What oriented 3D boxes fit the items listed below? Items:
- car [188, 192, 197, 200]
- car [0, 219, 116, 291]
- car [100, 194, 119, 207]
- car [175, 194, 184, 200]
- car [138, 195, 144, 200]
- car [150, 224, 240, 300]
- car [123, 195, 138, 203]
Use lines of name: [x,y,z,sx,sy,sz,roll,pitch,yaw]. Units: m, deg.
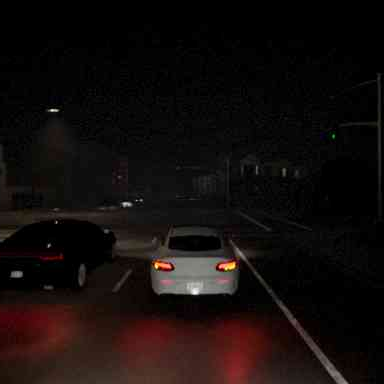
car: [0.022,1.123,89.350,2.150,2.045,5.566,0,-1,0]
car: [-3.427,1.468,9.010,1.882,1.535,5.008,0,0,0]
car: [-14.059,1.461,57.363,2.150,2.045,5.566,0,0,0]
car: [-3.478,1.422,89.316,2.128,1.511,4.902,0,-1,0]
car: [-13.978,1.442,88.936,2.033,1.411,5.357,0,0,0]
car: [0.069,1.513,8.223,1.812,1.442,4.674,0,0,0]
car: [-13.982,1.555,73.205,2.128,1.511,4.902,0,1,0]
